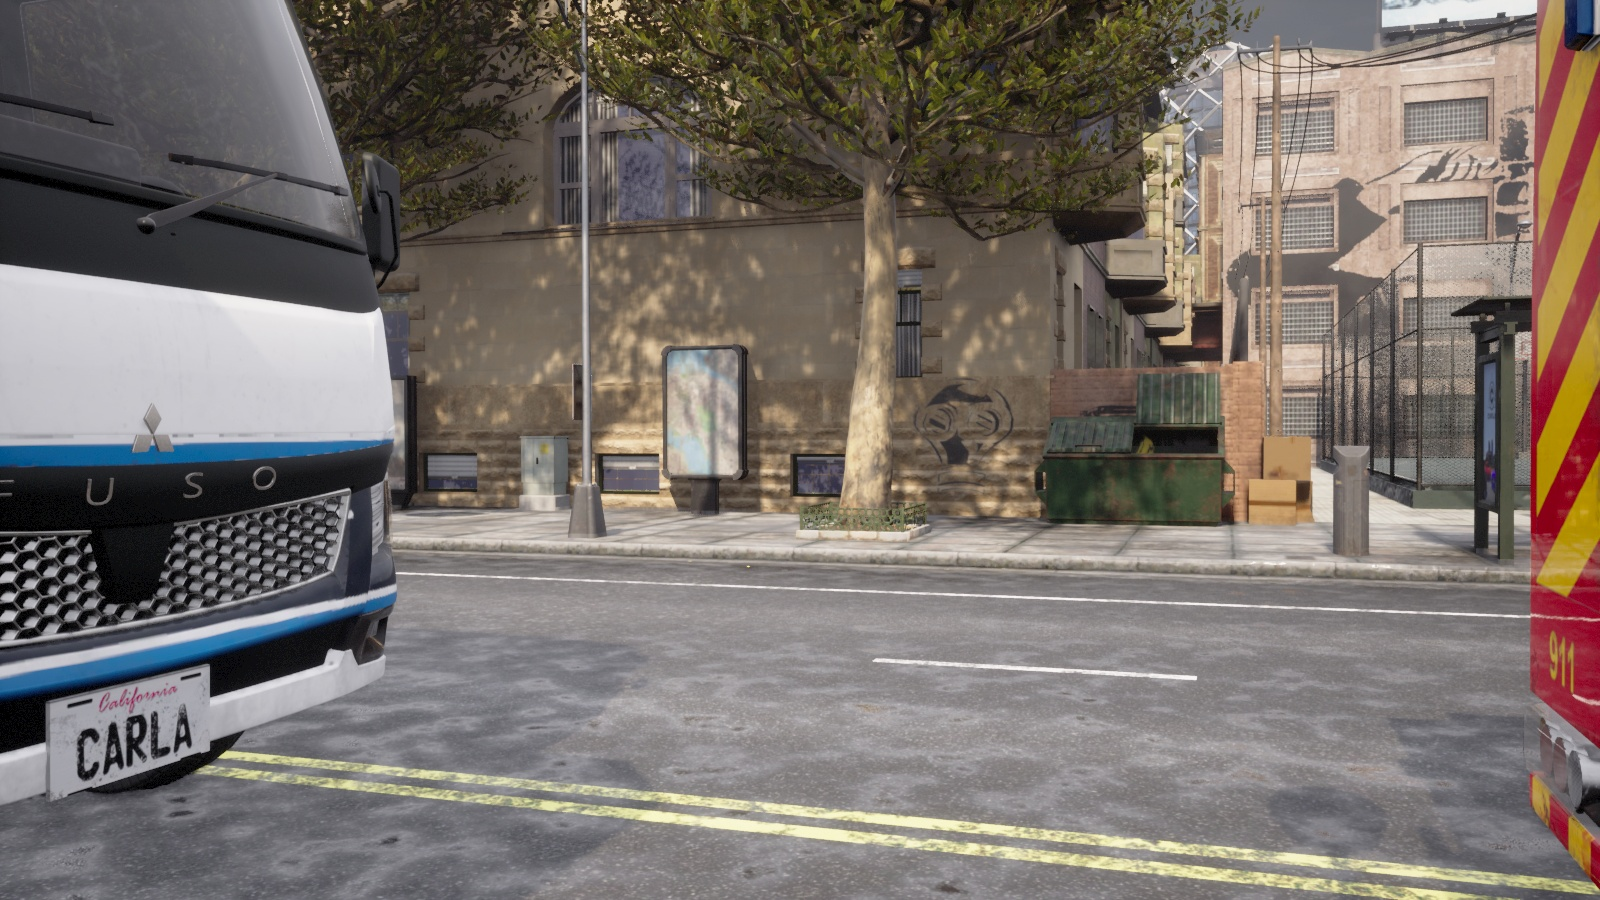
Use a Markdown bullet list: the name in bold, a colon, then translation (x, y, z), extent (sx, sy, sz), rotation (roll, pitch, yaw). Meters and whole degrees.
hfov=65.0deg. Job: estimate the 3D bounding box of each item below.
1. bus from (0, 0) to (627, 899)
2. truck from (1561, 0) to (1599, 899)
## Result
- **bus**: translation (-6.258, -0.658, 5.265), extent (10.273, 4.253, 3.944), rotation (1, 1, 18)
- **truck**: translation (5.943, -0.335, 1.185), extent (8.468, 3.827, 2.891), rotation (1, 1, 19)
